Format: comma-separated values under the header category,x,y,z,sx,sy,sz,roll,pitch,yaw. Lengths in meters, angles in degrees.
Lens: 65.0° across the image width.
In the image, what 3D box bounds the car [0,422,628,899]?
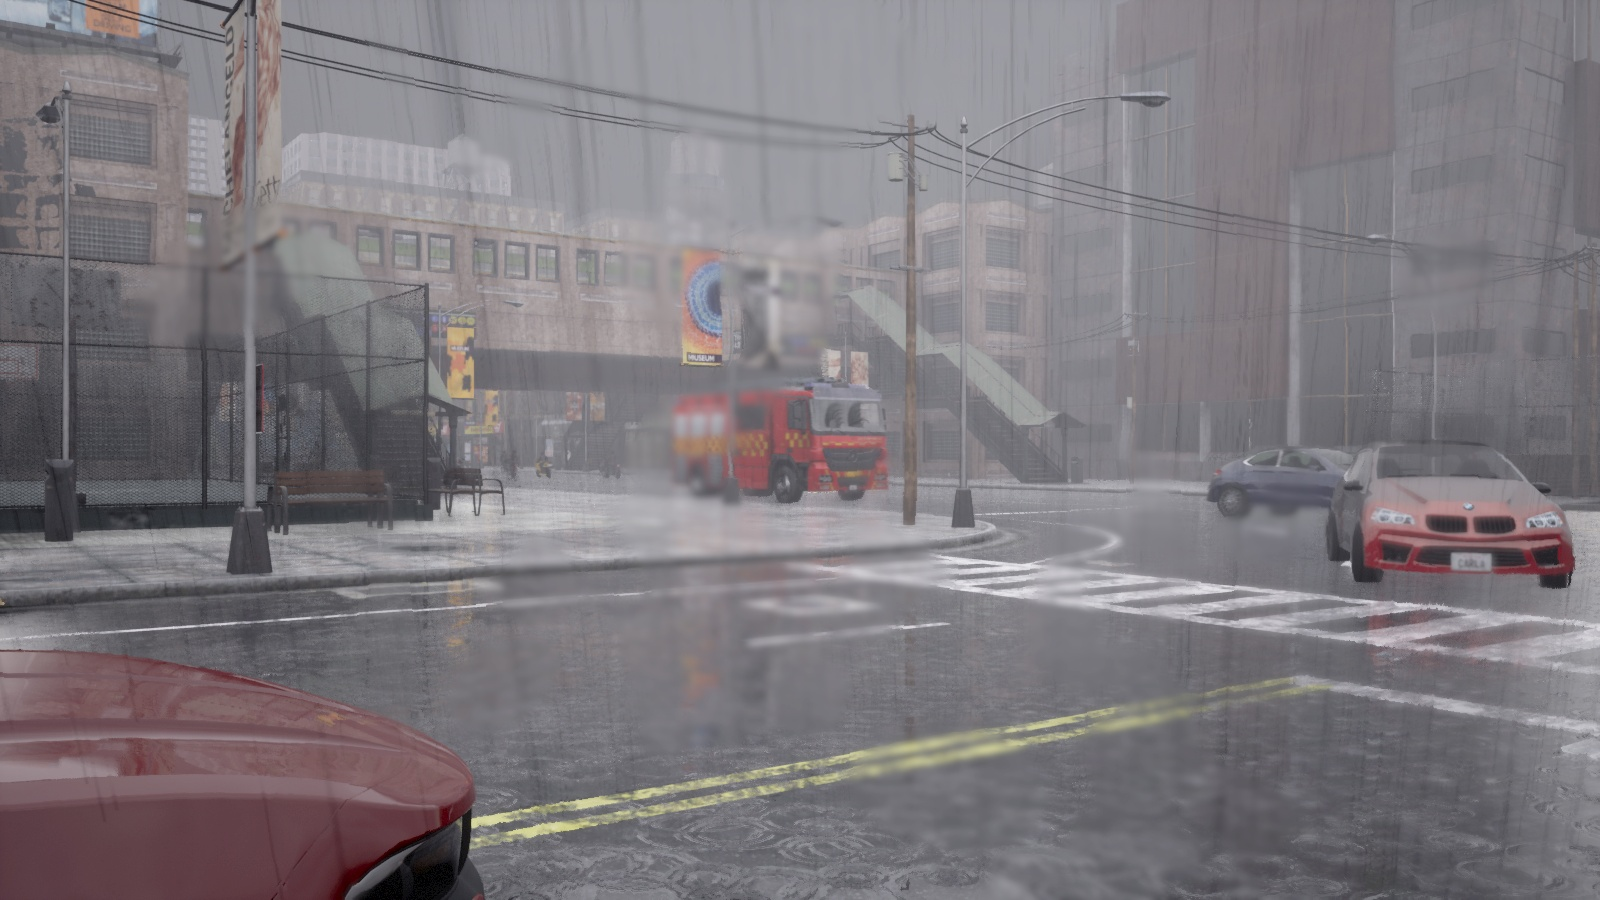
category,x,y,z,sx,sy,sz,roll,pitch,yaw
car,-2.898,0.733,1.605,5.008,1.535,1.882,0,0,-36

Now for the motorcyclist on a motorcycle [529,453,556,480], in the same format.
category,x,y,z,sx,sy,sz,roll,pitch,yaw
motorcyclist on a motorcycle,-14.922,0.937,72.873,0.797,1.523,2.044,0,0,-34

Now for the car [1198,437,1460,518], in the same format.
category,x,y,z,sx,sy,sz,roll,pitch,yaw
car,11.689,0.567,28.106,2.152,1.651,5.027,0,0,-35

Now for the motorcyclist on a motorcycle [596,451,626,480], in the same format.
category,x,y,z,sx,sy,sz,roll,pitch,yaw
motorcyclist on a motorcycle,-11.053,0.898,73.421,0.766,1.649,2.350,0,0,-34

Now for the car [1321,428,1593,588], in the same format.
category,x,y,z,sx,sy,sz,roll,pitch,yaw
car,7.911,0.610,15.642,2.242,1.667,4.611,0,0,18

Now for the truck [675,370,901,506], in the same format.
category,x,y,z,sx,sy,sz,roll,pitch,yaw
truck,-0.622,-0.321,39.726,2.891,3.827,8.468,0,0,-35
